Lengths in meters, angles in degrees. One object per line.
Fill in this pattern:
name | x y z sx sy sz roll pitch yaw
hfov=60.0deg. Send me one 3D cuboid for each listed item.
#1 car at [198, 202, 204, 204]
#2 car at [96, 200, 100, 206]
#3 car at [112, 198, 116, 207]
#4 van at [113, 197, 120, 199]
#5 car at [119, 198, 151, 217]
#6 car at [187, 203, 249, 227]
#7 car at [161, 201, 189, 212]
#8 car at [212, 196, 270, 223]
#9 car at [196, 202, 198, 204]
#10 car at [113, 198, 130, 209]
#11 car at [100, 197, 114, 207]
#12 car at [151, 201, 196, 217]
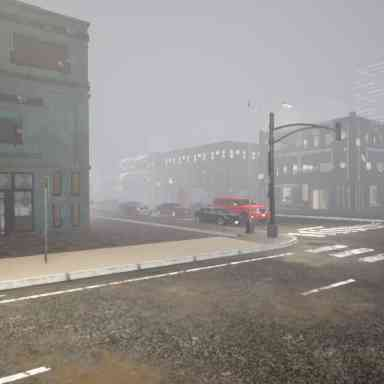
car | 3.457 1.474 33.460 2.150 2.045 5.566 -1 0 -36
car | -18.455 2.226 68.733 1.887 1.381 4.507 -1 0 -35
car | -10.594 2.125 53.215 1.895 1.301 4.718 -1 0 -35
van | -12.047 1.906 59.709 1.690 1.788 3.998 -1 0 -35
car | -6.048 1.846 36.806 1.967 1.590 4.097 -1 0 -35
car | 1.894 1.814 25.425 1.947 1.339 4.313 -1 0 -35
car | -2.421 1.965 46.174 1.802 1.307 4.206 -2 0 -35
car | 3.813 1.449 27.414 2.150 2.045 5.566 -1 0 -35
car | 0.784 1.903 41.663 1.802 1.307 4.206 -2 0 -35
car | -8.180 1.952 44.320 2.128 1.511 4.902 -1 0 -35
car | -15.254 1.939 64.221 2.192 1.841 5.009 -1 0 -35
car | -2.041 1.820 35.658 1.882 1.535 5.008 -1 0 -35
